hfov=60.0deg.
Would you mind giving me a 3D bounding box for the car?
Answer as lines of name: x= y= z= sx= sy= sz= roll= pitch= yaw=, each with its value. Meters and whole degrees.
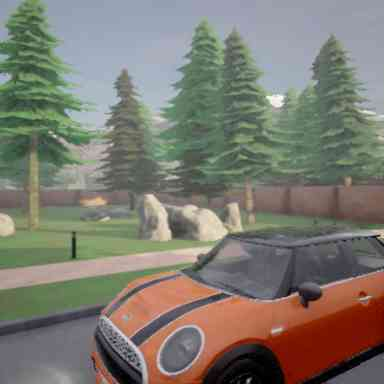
car: x=1.062 y=1.328 z=4.502 sx=4.553 sy=1.767 sz=2.097 roll=0 pitch=0 yaw=-33
